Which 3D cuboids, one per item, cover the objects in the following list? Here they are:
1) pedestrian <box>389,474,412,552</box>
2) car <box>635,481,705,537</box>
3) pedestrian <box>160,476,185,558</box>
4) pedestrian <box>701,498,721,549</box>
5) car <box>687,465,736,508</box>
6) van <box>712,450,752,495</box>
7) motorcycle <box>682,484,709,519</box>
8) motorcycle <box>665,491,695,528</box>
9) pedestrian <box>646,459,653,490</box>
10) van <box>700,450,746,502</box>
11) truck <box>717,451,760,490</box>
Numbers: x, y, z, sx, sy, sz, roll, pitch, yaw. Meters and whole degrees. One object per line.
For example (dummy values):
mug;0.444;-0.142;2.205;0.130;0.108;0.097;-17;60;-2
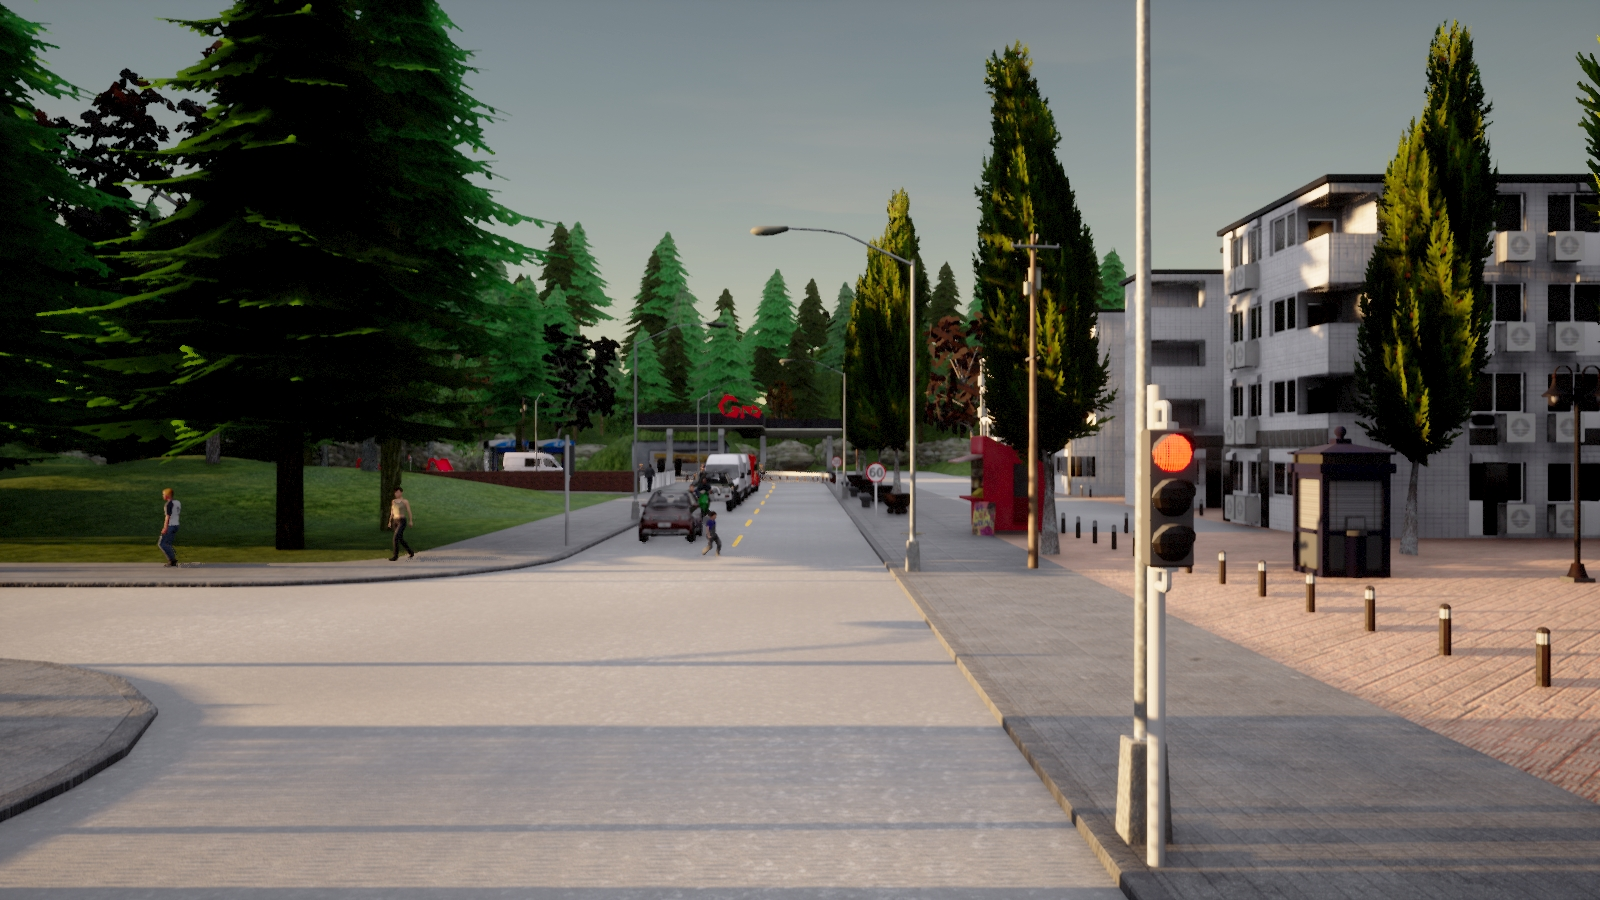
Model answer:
pedestrian;-9.655;1.521;27.632;0.375;1.860;0.375;0;0;20
car;-4.004;1.798;35.696;1.789;1.549;3.705;0;0;0
pedestrian;-14.350;1.520;26.113;0.375;1.860;0.375;0;0;-2
pedestrian;-2.332;1.903;29.813;0.375;1.300;0.375;0;0;30
car;-4.052;1.635;53.090;1.932;1.855;4.605;0;0;0
van;-3.986;1.303;67.851;1.988;2.561;5.915;0;0;0
motorcycle;-3.993;1.955;43.722;0.856;1.236;1.805;0;0;0
motorcycle;-4.023;1.986;38.432;0.803;1.145;2.033;0;0;0
pedestrian;-9.286;1.513;70.639;0.375;1.860;0.375;0;0;3
van;-3.997;1.304;60.156;1.988;2.561;5.915;0;0;0
truck;-4.021;1.336;75.255;2.627;2.467;5.204;0;0;-1
